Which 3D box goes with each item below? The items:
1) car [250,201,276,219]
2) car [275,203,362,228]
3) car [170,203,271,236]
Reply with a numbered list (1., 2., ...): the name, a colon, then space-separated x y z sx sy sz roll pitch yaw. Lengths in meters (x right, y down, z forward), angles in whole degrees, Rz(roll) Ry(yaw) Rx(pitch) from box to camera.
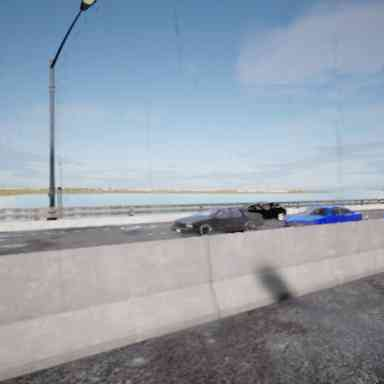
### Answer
1. car: 4.949 1.446 24.541 4.892 1.490 1.837 0 0 -35
2. car: 6.897 1.437 17.367 5.008 1.535 1.882 0 0 -35
3. car: 1.519 1.505 17.884 5.357 1.411 2.033 0 0 -35
